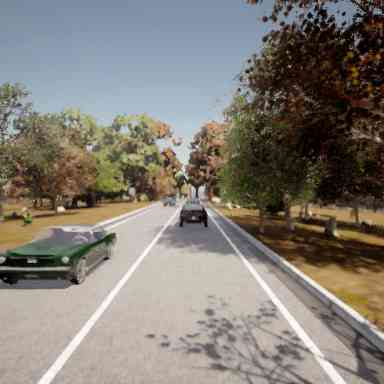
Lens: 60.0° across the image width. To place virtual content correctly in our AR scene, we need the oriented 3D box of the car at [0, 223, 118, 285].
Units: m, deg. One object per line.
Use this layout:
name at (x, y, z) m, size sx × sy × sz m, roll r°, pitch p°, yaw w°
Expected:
car at (-3.599, 1.626, 9.704) m, size 1.895 × 1.301 × 4.718 m, roll 0°, pitch 0°, yaw 0°

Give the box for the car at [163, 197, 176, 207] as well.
car at (-3.493, 1.513, 52.471) m, size 2.033 × 1.411 × 5.357 m, roll 0°, pitch 0°, yaw 0°

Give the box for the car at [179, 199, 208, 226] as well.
car at (0.103, 1.521, 23.737) m, size 1.882 × 1.535 × 5.008 m, roll 0°, pitch 0°, yaw 0°
